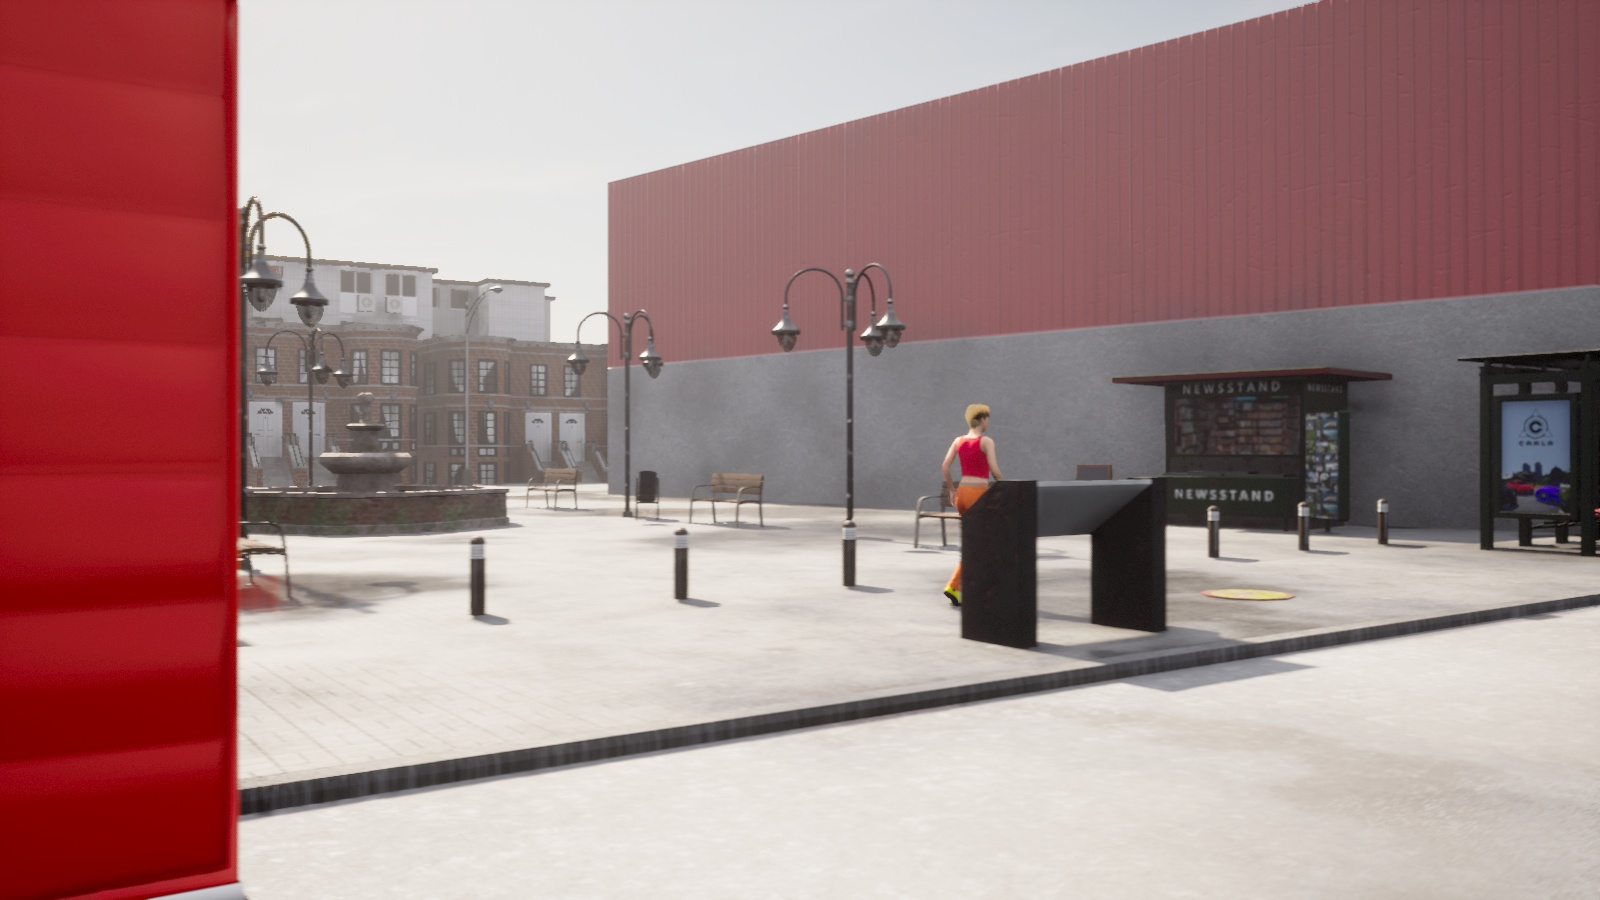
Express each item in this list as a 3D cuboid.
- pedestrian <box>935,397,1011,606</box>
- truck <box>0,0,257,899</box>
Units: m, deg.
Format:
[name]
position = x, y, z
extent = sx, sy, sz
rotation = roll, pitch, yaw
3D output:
[pedestrian]
position = 1.568, 0.451, 11.358
extent = 0.594, 1.836, 0.345
rotation = 0, 0, -35
[truck]
position = -3.775, 0.279, 1.643
extent = 5.204, 2.467, 2.627
rotation = 0, 0, -35
